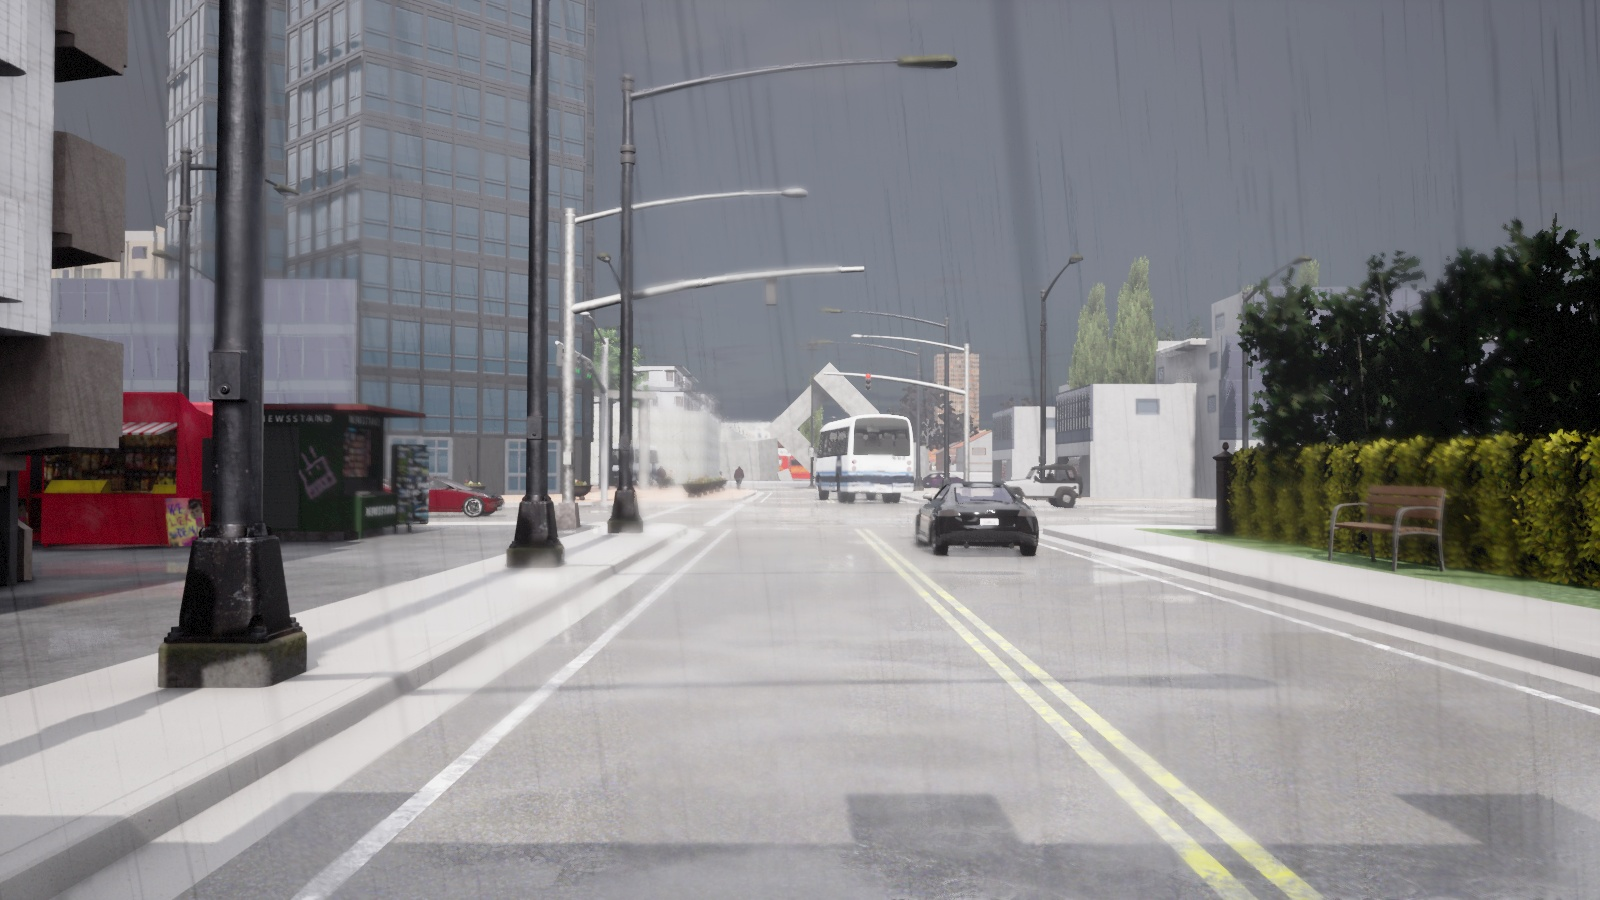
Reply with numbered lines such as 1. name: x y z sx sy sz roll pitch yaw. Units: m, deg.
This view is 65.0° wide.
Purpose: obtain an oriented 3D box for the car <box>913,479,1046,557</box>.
1. car: 3.437 1.280 24.800 1.994 1.385 4.181 0 -1 0

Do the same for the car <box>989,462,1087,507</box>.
1. car: 10.308 1.484 54.616 3.866 1.878 1.905 0 -1 -1

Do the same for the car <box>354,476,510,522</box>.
1. car: -12.781 1.706 43.870 4.792 1.488 2.163 -1 -1 -1

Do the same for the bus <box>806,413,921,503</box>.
1. bus: 3.046 0.513 64.888 3.944 4.253 10.273 0 -1 -9
